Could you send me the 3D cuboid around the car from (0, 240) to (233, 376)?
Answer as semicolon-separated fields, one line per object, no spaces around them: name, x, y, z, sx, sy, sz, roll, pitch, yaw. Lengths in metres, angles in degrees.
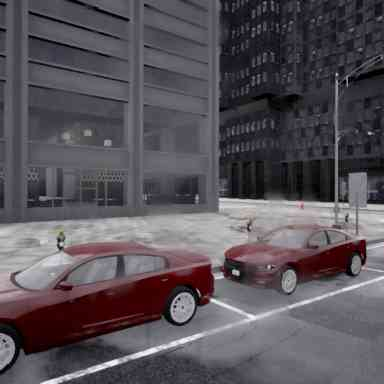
car;-1.686;1.545;5.469;4.507;1.381;1.887;0;0;-36

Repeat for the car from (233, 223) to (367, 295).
car;2.795;1.545;8.701;4.507;1.381;1.887;0;0;-36
